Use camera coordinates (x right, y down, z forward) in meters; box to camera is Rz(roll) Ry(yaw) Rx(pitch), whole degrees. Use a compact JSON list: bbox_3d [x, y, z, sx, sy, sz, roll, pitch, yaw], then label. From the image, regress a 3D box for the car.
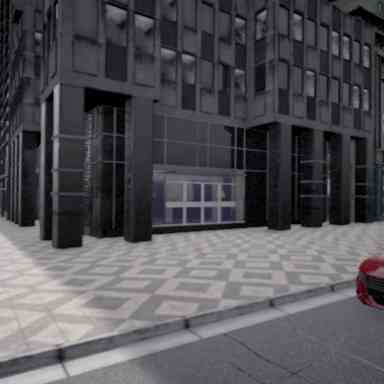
[{"bbox_3d":[5.487,1.562,6.984,5.008,1.535,1.882,1,-1,-33],"label":"car"}]
